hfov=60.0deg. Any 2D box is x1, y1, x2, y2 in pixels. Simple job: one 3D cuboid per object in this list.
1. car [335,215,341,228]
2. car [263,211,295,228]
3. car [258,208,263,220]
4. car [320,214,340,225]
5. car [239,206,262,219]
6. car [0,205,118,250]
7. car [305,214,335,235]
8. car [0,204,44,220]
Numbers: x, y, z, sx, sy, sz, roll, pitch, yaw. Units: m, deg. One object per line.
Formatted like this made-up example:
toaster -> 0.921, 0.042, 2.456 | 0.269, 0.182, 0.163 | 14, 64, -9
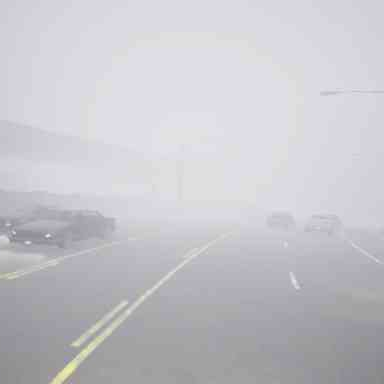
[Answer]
car -> 15.206, 3.160, 36.660 | 2.033, 1.411, 5.357 | 2, -3, 30
car -> 8.191, 2.485, 30.490 | 1.994, 1.385, 4.181 | 2, -2, 24
car -> 12.561, 3.731, 52.341 | 1.812, 1.442, 4.674 | 2, -3, 35
car -> 22.461, 4.450, 54.143 | 1.882, 1.535, 5.008 | 2, -3, 35
car -> 9.826, 3.333, 54.518 | 2.150, 2.045, 5.566 | 2, -3, 35
car -> -5.025, 1.420, 14.042 | 2.033, 1.411, 5.357 | 3, -1, 14
car -> 9.636, 2.362, 25.137 | 1.812, 1.442, 4.674 | 2, -2, 23
car -> -7.804, 1.328, 16.973 | 1.994, 1.385, 4.181 | 3, -1, 15
